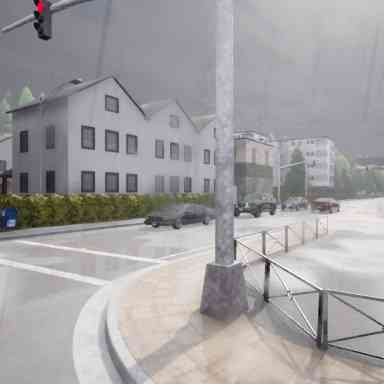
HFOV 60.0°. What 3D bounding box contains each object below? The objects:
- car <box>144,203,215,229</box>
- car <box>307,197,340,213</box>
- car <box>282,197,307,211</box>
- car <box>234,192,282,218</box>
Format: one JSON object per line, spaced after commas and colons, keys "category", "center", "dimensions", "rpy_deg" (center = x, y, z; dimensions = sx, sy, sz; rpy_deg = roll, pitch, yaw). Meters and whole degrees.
{"category": "car", "center": [-0.499, 1.360, 20.198], "dimensions": [2.033, 1.411, 5.357], "rpy_deg": [0, 0, 35]}
{"category": "car", "center": [13.528, 1.289, 33.600], "dimensions": [1.882, 1.535, 5.008], "rpy_deg": [0, 0, 35]}
{"category": "car", "center": [11.531, 1.304, 37.094], "dimensions": [2.128, 1.511, 4.902], "rpy_deg": [0, 0, 36]}
{"category": "car", "center": [5.464, 1.034, 28.611], "dimensions": [2.150, 2.045, 5.566], "rpy_deg": [0, 0, 35]}
